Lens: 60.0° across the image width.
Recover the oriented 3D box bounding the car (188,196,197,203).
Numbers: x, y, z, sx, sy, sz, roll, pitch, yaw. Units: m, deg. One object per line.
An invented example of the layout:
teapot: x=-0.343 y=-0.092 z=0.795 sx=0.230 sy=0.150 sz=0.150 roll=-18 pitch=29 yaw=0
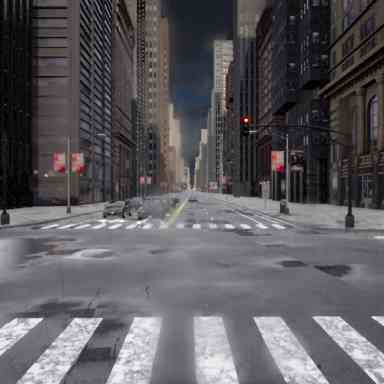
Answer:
car: x=0.163 y=1.471 z=69.915 sx=2.033 sy=1.411 sz=5.357 roll=0 pitch=0 yaw=0

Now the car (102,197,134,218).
car: x=-6.574 y=1.489 z=29.682 sx=1.837 sy=1.490 sz=4.892 roll=0 pitch=0 yaw=0

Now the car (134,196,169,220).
car: x=-3.265 y=1.338 z=27.778 sx=2.097 sy=1.767 sz=4.553 roll=0 pitch=0 yaw=-2

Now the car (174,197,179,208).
car: x=-3.293 y=1.532 z=46.907 sx=1.994 sy=1.385 sz=4.181 roll=0 pitch=0 yaw=1

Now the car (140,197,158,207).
car: x=-6.544 y=1.510 z=50.882 sx=2.033 sy=1.411 sz=5.357 roll=0 pitch=0 yaw=0

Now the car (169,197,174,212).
car: x=-3.318 y=1.504 z=36.562 sx=1.812 sy=1.442 sz=4.674 roll=0 pitch=0 yaw=0
